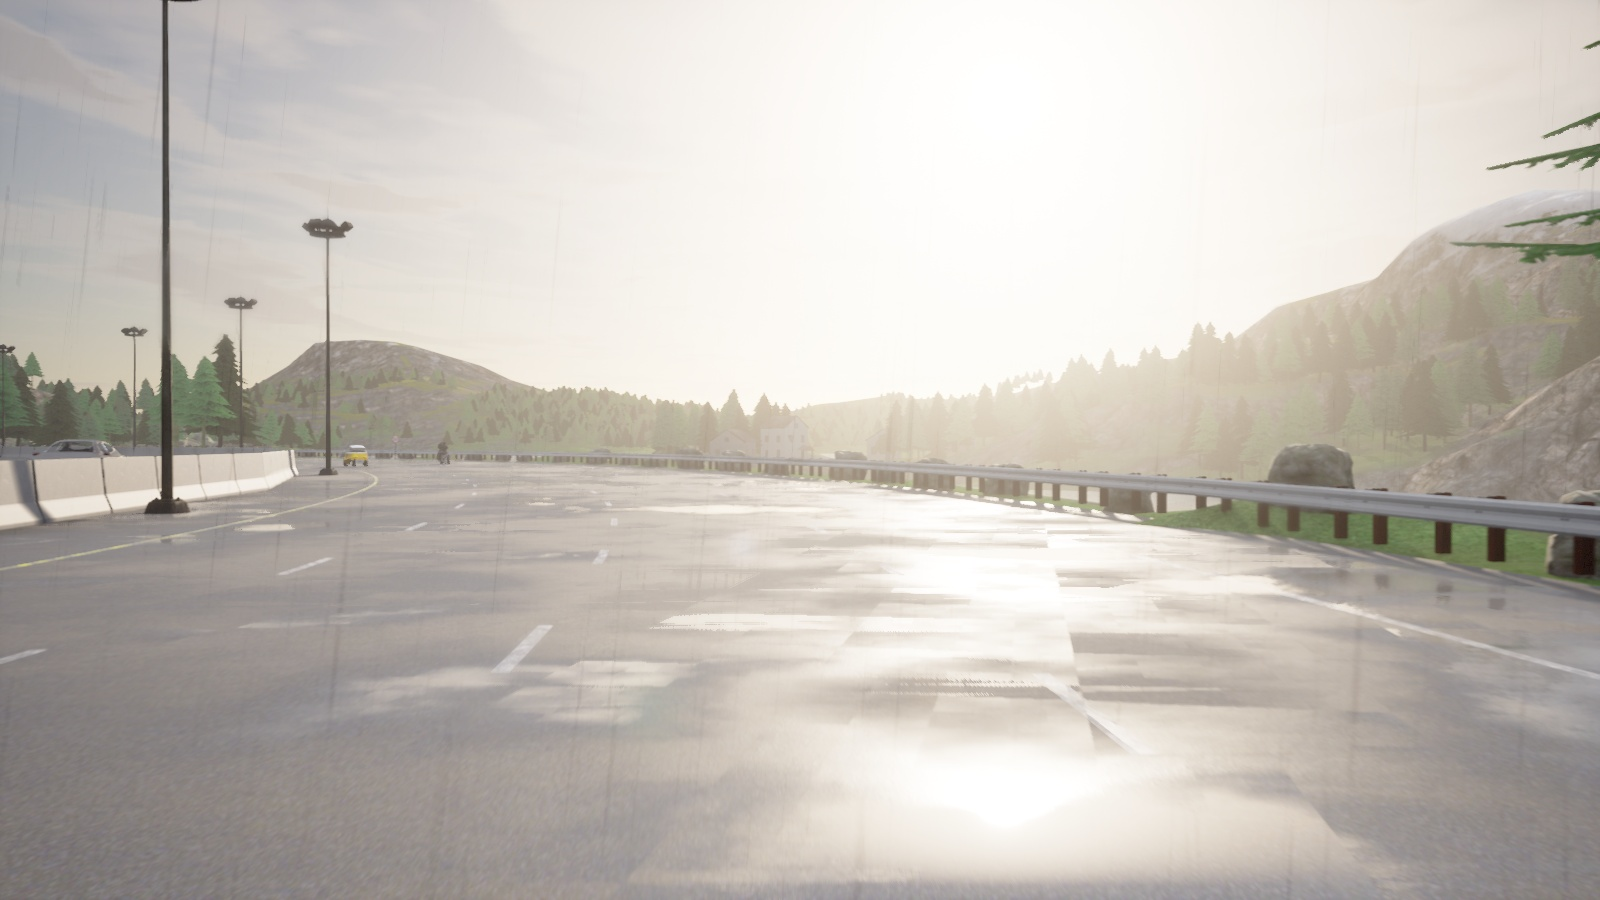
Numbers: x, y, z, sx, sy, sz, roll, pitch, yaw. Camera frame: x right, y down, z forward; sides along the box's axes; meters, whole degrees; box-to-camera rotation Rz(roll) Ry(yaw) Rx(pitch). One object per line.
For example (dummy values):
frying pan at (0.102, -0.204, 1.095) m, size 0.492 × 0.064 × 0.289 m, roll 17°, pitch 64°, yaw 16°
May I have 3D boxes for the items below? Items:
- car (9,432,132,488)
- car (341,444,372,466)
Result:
car at (-22.898, 0.290, 39.649) m, size 2.152 × 1.651 × 5.027 m, roll 0°, pitch 0°, yaw -16°
car at (-28.444, 0.333, 80.474) m, size 1.481 × 1.376 × 2.207 m, roll 0°, pitch 1°, yaw -30°
